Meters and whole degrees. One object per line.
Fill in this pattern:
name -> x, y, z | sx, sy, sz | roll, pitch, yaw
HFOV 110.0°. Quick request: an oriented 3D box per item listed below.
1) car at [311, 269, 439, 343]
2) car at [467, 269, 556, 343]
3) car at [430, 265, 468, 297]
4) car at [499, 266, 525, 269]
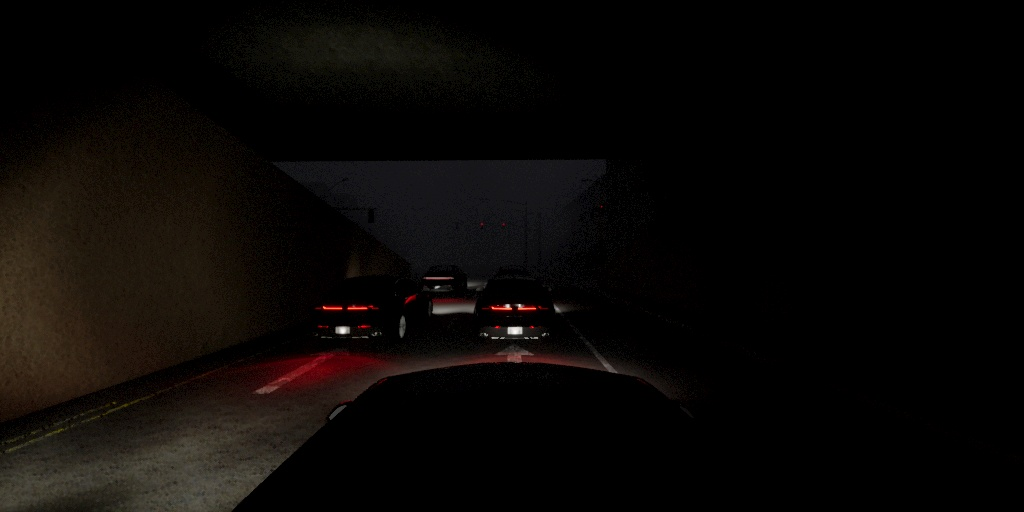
car -> -3.450, 1.255, 9.695 | 1.837, 1.490, 4.892 | 0, 0, 0
car -> 0.051, 1.255, 9.639 | 1.837, 1.490, 4.892 | 0, 0, 0
car -> -3.488, 1.241, 19.012 | 2.128, 1.511, 4.902 | 0, 0, -1
car -> 0.008, 1.255, 19.049 | 1.837, 1.490, 4.892 | 0, 0, 0
